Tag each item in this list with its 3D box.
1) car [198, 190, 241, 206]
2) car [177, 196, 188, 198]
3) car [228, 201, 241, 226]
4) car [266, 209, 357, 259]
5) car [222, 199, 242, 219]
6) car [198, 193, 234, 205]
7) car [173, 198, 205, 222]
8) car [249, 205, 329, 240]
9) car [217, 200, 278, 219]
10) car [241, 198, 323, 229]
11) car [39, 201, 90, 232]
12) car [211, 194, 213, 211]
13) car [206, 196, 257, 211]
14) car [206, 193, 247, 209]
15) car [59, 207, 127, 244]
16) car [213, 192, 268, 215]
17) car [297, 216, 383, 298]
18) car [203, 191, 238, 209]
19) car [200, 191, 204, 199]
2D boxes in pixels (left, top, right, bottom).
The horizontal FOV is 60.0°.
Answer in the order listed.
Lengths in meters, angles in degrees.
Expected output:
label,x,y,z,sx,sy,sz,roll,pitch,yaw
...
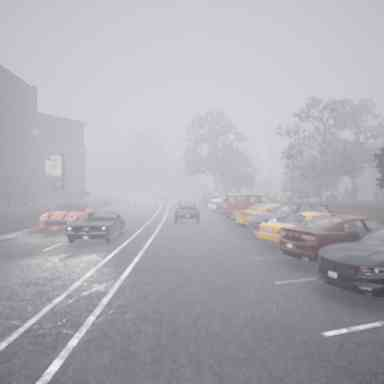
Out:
label,x,y,z,sx,sy,sz,roll,pitch,yaw
car,3.832,0.828,46.471,5.566,2.045,2.435,0,1,-24
car,-1.230,1.225,42.820,2.033,1.411,5.357,0,1,-3
car,5.029,1.487,19.731,5.008,1.535,2.097,1,0,-22
car,5.221,1.486,10.821,5.008,1.535,2.097,1,0,-21
car,4.954,1.482,22.700,4.892,1.521,2.231,1,1,-22
car,3.605,1.005,49.428,4.892,1.521,2.231,0,1,-24
car,-0.415,1.467,25.801,2.128,1.511,4.902,0,0,-2
car,5.348,1.486,13.858,5.366,1.575,1.946,1,0,-21
car,4.758,1.467,28.663,4.792,1.488,2.163,0,0,-23
car,5.140,1.362,16.766,4.553,1.767,2.185,1,0,-21
car,-7.379,1.361,20.027,2.097,1.767,4.553,0,0,-2
car,4.581,1.274,31.606,4.553,1.767,2.185,0,1,-23
car,4.491,1.292,37.646,5.366,1.575,1.946,0,1,-23
car,4.191,1.102,40.539,4.553,1.767,2.185,0,2,-23
car,-4.469,1.608,16.072,1.895,1.301,4.718,0,0,-1
car,4.873,1.213,25.688,5.566,2.045,2.435,1,0,-22
car,5.278,1.486,7.843,5.008,1.535,2.097,1,0,-21
car,4.450,1.101,34.571,5.566,2.045,2.435,0,1,-23
car,3.967,0.902,43.472,5.566,2.045,2.435,0,2,-24
